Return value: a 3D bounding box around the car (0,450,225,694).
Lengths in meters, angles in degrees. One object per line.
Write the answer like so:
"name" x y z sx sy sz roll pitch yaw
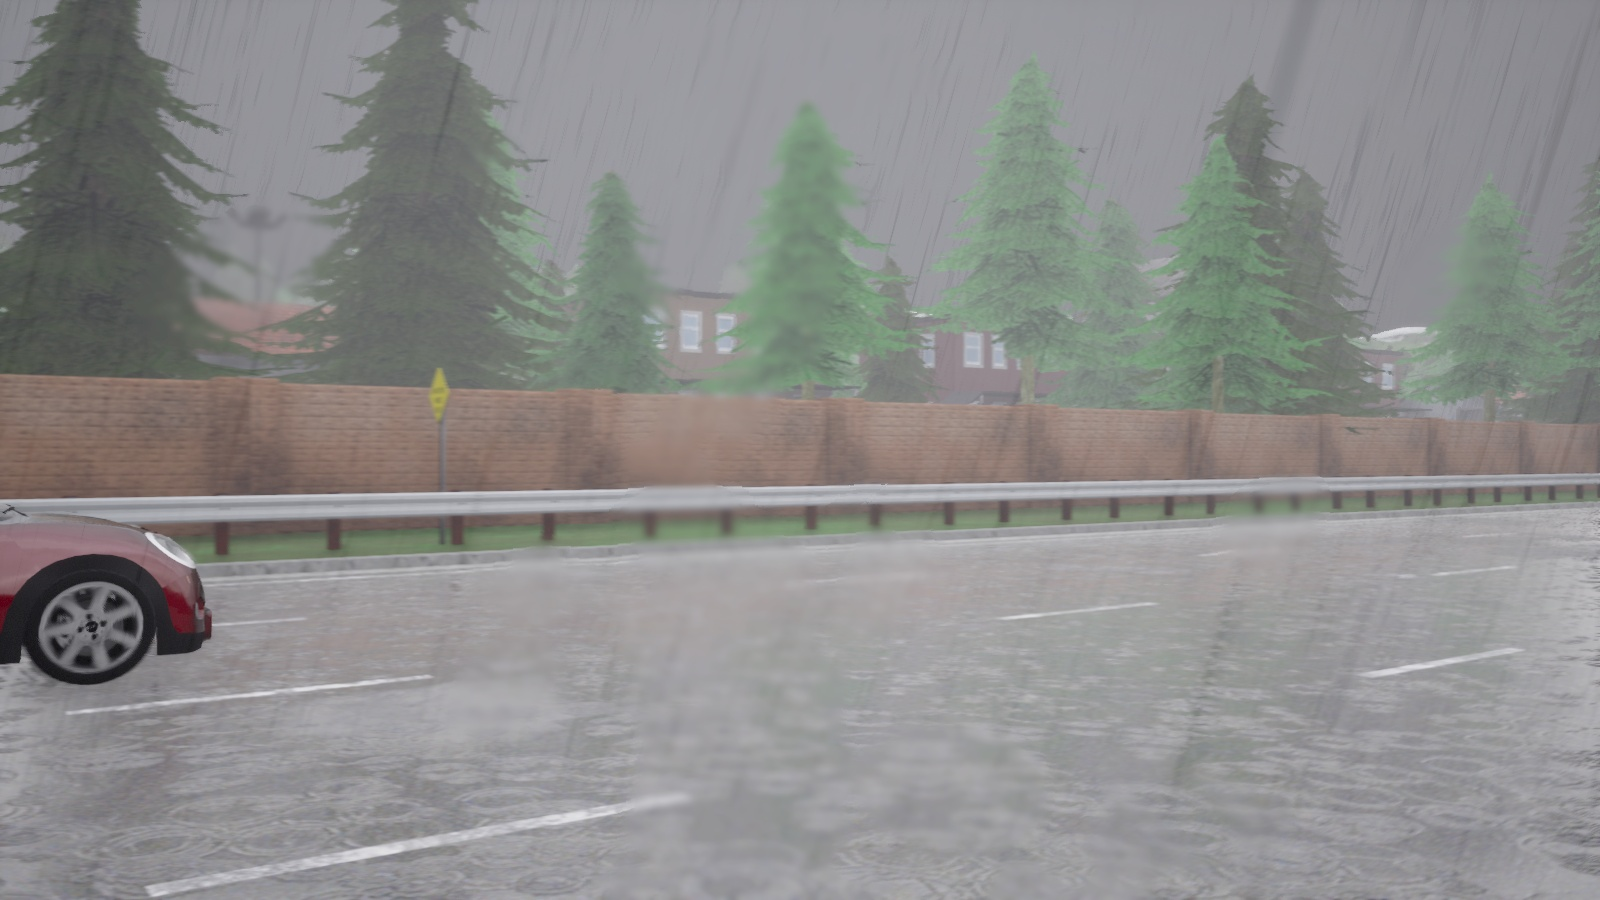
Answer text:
"car" -5.940 0.743 8.053 3.806 1.475 1.970 0 0 -35

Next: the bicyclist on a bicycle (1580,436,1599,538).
"bicyclist on a bicycle" 14.735 0.637 22.443 1.843 1.776 0.659 0 0 -35
